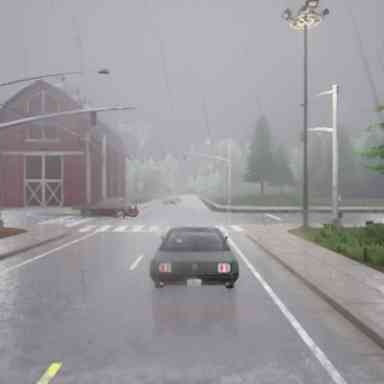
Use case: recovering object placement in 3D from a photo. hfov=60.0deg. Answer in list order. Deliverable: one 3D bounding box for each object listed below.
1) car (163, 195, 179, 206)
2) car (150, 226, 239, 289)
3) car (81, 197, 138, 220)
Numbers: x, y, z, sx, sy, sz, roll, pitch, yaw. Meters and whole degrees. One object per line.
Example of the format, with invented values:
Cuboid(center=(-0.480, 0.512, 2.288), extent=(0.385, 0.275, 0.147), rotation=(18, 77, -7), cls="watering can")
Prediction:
Cuboid(center=(-3.561, 1.413, 53.384), extent=(1.812, 1.442, 4.674), rotation=(0, 0, 0), cls="car")
Cuboid(center=(0.068, 1.581, 9.087), extent=(1.895, 1.301, 4.718), rotation=(0, 0, 0), cls="car")
Cuboid(center=(-6.764, 1.273, 27.110), extent=(4.553, 1.767, 2.097), rotation=(0, 1, 18), cls="car")
